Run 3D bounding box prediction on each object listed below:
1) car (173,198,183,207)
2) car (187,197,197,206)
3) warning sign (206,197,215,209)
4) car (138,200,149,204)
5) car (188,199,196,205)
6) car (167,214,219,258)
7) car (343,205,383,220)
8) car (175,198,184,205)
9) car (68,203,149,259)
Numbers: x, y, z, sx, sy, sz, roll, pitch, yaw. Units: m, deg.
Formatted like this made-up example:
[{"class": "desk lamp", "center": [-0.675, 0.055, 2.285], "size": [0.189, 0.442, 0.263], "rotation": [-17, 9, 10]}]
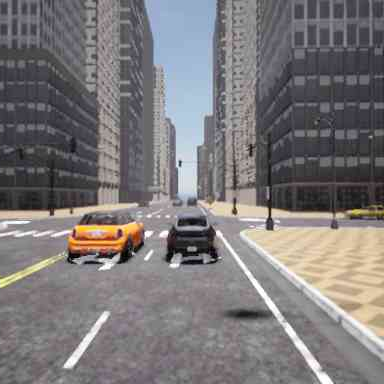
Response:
[{"class": "car", "center": [-3.250, 2.461, 73.960], "size": [2.128, 1.511, 4.902], "rotation": [0, -1, 0]}, {"class": "car", "center": [0.000, 2.168, 74.411], "size": [2.150, 2.045, 5.566], "rotation": [0, -1, 0]}, {"class": "warning sign", "center": [2.853, 1.743, 51.785], "size": [1.300, 1.860, 1.060], "rotation": [0, -1, 0]}, {"class": "car", "center": [-9.751, 2.343, 67.187], "size": [1.837, 1.490, 4.892], "rotation": [0, 0, 0]}, {"class": "car", "center": [0.000, 2.509, 84.795], "size": [1.994, 1.385, 4.181], "rotation": [0, -1, 0]}, {"class": "car", "center": [0.023, 1.656, 13.489], "size": [1.837, 1.490, 4.892], "rotation": [0, 0, 0]}, {"class": "car", "center": [17.088, 1.900, 31.796], "size": [4.829, 1.417, 1.752], "rotation": [0, -1, 2]}, {"class": "car", "center": [-3.250, 2.288, 84.352], "size": [2.097, 1.767, 4.553], "rotation": [0, -1, 0]}, {"class": "car", "center": [-3.226, 1.499, 13.414], "size": [2.097, 1.767, 4.553], "rotation": [0, -1, 0]}]
